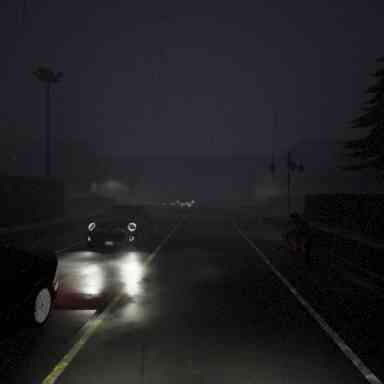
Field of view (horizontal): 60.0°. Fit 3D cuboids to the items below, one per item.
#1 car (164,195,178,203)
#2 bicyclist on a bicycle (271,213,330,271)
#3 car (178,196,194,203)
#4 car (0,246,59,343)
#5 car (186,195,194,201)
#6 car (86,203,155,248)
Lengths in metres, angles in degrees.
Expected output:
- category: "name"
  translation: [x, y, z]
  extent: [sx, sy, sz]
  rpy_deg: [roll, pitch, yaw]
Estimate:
- category: "car"
  translation: [-4.680, 1.453, 69.026]
  extent: [1.882, 1.535, 5.008]
  rpy_deg: [0, 0, 3]
- category: "bicyclist on a bicycle"
  translation: [3.056, 1.422, 9.403]
  extent: [1.656, 1.620, 0.582]
  rpy_deg: [0, 0, 3]
- category: "car"
  translation: [-1.182, 1.573, 68.920]
  extent: [1.895, 1.301, 4.718]
  rpy_deg: [0, 0, 3]
- category: "car"
  translation: [-3.485, 1.475, 4.158]
  extent: [1.882, 1.535, 5.008]
  rpy_deg: [0, 0, 3]
- category: "car"
  translation: [-0.508, 1.562, 84.110]
  extent: [1.895, 1.301, 4.718]
  rpy_deg: [0, 0, 3]
- category: "car"
  translation: [-2.996, 1.346, 14.695]
  extent: [2.097, 1.767, 4.553]
  rpy_deg: [0, 0, 3]
